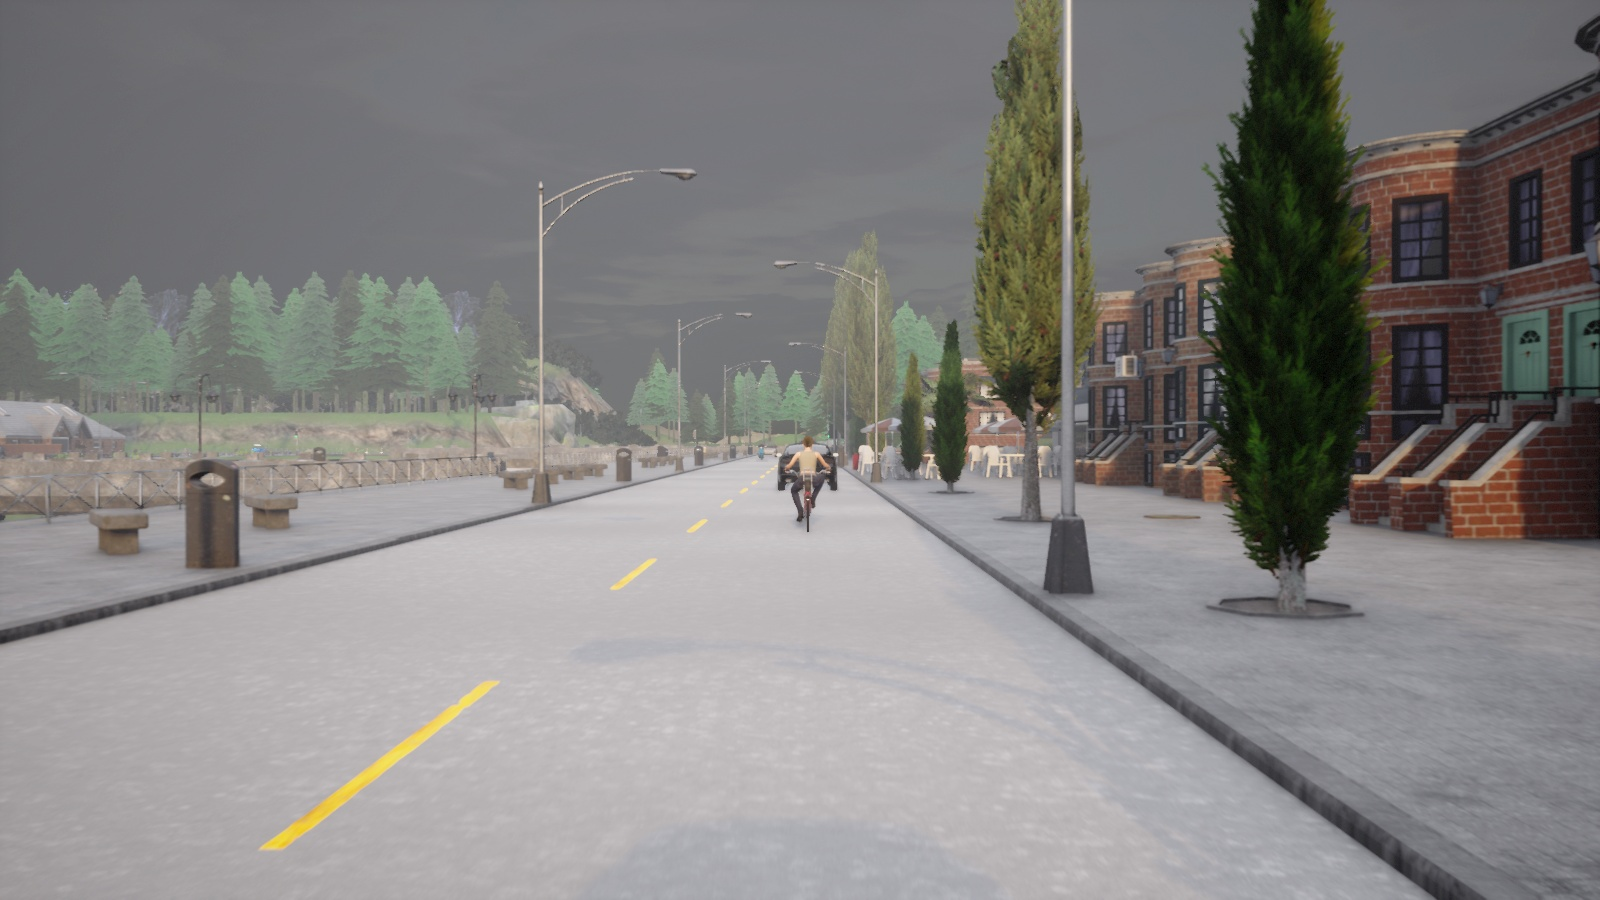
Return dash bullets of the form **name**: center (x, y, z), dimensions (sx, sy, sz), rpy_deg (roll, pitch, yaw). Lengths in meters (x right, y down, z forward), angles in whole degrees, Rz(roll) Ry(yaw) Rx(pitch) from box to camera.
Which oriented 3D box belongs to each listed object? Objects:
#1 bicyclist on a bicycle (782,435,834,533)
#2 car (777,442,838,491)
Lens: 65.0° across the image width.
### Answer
- **bicyclist on a bicycle**: center (0.134, 0.562, 21.534), dimensions (0.866, 1.612, 1.509), rpy_deg (0, 0, 0)
- **car**: center (0.244, 0.492, 41.253), dimensions (1.882, 1.535, 5.008), rpy_deg (0, 0, 0)
